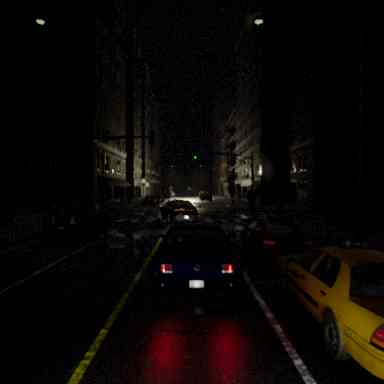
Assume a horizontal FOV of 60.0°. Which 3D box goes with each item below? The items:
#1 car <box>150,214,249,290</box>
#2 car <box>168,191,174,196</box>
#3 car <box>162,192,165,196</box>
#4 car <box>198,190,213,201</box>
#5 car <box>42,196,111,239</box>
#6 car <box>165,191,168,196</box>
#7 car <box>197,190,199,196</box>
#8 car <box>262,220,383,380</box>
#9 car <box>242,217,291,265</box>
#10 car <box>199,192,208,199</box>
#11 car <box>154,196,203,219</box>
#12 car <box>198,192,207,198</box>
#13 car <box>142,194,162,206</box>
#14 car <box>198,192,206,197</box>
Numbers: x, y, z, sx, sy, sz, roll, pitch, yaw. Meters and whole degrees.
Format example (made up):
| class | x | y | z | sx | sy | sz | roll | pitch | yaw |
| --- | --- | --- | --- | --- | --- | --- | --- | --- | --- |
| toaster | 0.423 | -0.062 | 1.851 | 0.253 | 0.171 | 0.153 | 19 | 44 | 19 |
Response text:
| class | x | y | z | sx | sy | sz | roll | pitch | yaw |
| --- | --- | --- | --- | --- | --- | --- | --- | --- | --- |
| car | 0.097 | 1.509 | 8.801 | 1.895 | 1.301 | 4.718 | 0 | 1 | 0 |
| car | -5.420 | 0.834 | 70.015 | 1.947 | 1.339 | 4.313 | 0 | 1 | 0 |
| car | -5.410 | 1.046 | 48.200 | 1.887 | 1.381 | 4.507 | 0 | 1 | 0 |
| car | 2.610 | 0.826 | 59.102 | 1.967 | 1.590 | 4.097 | 0 | 1 | 0 |
| car | -5.395 | 1.146 | 16.281 | 2.192 | 1.841 | 5.009 | 0 | 1 | 0 |
| car | -5.412 | 0.970 | 53.483 | 1.752 | 1.417 | 4.829 | 0 | 1 | 0 |
| car | 2.605 | 0.708 | 70.011 | 1.967 | 1.590 | 4.097 | 0 | 1 | 0 |
| car | 2.635 | 1.466 | 5.624 | 1.752 | 1.417 | 4.829 | 0 | 1 | 0 |
| car | 2.633 | 1.469 | 10.867 | 1.802 | 1.307 | 4.206 | 0 | 1 | 0 |
| car | 2.603 | 0.754 | 75.466 | 1.887 | 1.381 | 4.507 | 0 | 1 | 0 |
| car | -1.055 | 1.268 | 22.992 | 1.837 | 1.490 | 4.892 | 1 | 1 | -17 |
| car | 2.600 | 0.701 | 80.920 | 2.008 | 1.369 | 4.403 | 0 | 1 | 0 |
| car | -5.407 | 1.109 | 42.746 | 2.008 | 1.369 | 4.403 | 0 | 1 | 0 |
| car | 2.597 | 0.616 | 86.543 | 1.752 | 1.417 | 4.829 | 0 | 1 | 0 |
